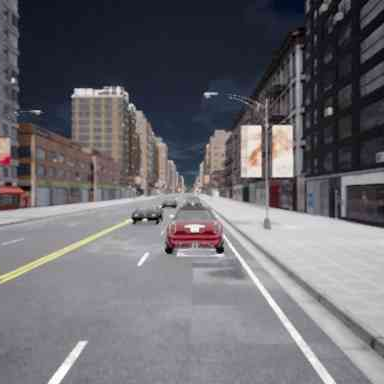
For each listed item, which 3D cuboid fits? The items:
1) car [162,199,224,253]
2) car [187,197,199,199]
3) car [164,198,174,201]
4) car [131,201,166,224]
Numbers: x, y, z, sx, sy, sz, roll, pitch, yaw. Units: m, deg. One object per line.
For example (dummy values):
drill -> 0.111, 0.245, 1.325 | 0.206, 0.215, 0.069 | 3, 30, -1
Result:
car -> 0.098, 1.348, 13.886 | 2.097, 1.767, 4.553 | 0, 0, 0
car -> 0.097, 1.342, 37.758 | 2.097, 1.767, 4.553 | 0, 0, 0
car -> -3.155, 1.549, 48.090 | 1.994, 1.385, 4.181 | 0, 0, 0
car -> -3.153, 1.594, 24.558 | 1.895, 1.301, 4.718 | 0, 0, 0
